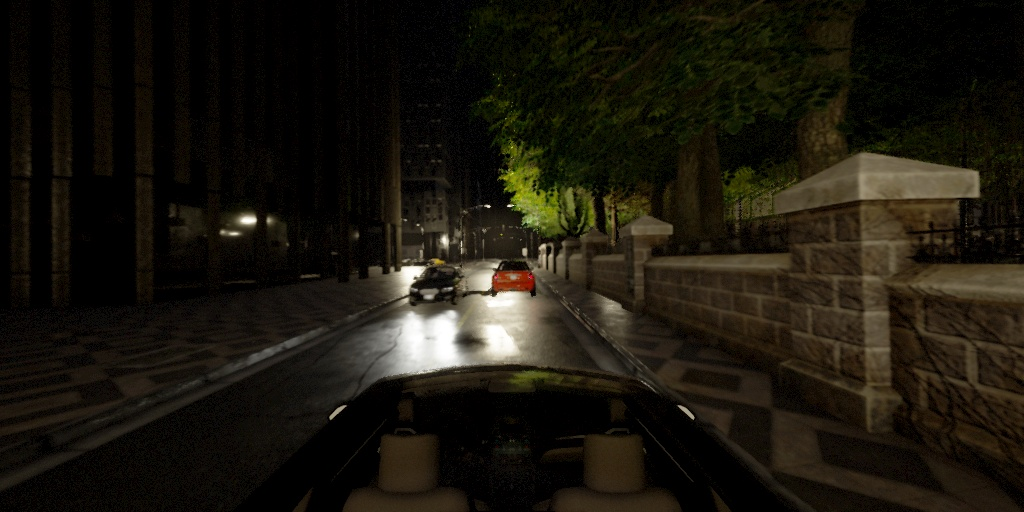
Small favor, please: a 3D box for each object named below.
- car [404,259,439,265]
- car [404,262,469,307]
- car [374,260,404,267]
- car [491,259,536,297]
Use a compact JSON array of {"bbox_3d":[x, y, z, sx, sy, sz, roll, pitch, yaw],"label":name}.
[{"bbox_3d":[-14.607,1.115,58.124,4.403,1.370,2.007,0,0,0],"label":"car"},{"bbox_3d":[-3.002,1.193,15.389,2.128,1.511,4.902,-1,0,0],"label":"car"},{"bbox_3d":[-20.119,1.247,58.158,4.313,1.339,1.948,0,0,0],"label":"car"},{"bbox_3d":[0.072,0.970,18.287,2.097,1.767,4.553,-1,0,0],"label":"car"}]
